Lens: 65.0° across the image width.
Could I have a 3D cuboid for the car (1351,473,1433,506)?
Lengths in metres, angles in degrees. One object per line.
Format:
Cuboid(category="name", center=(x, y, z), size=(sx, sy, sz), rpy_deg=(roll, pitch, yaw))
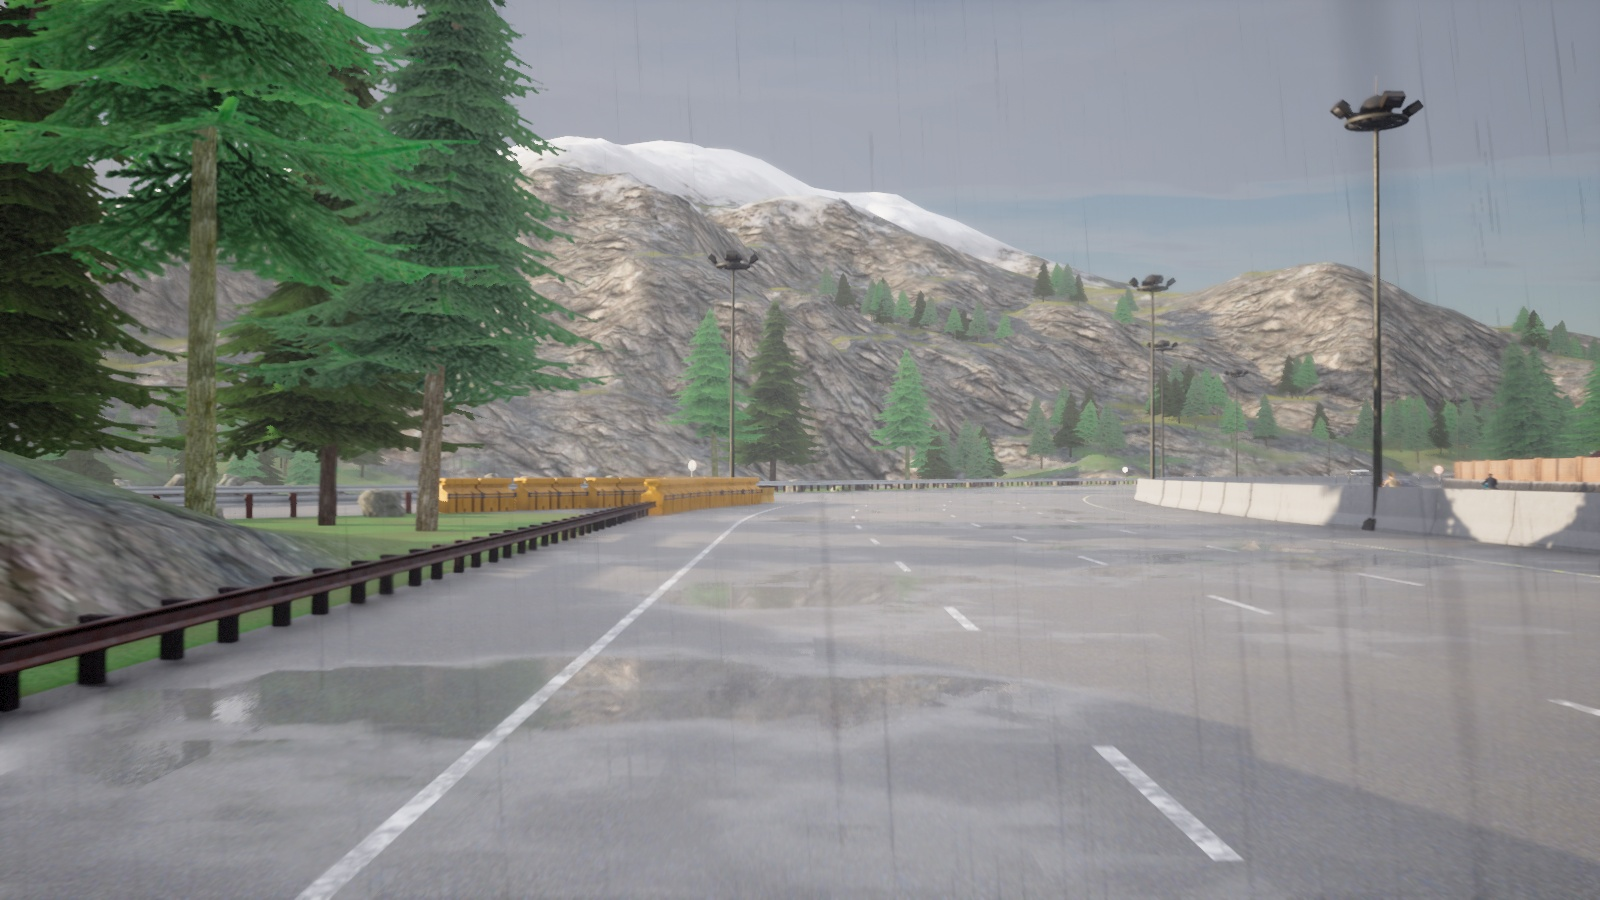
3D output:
Cuboid(category="car", center=(25.633, 1.689, 54.556), size=(1.994, 1.385, 4.181), rpy_deg=(0, -1, 7))
